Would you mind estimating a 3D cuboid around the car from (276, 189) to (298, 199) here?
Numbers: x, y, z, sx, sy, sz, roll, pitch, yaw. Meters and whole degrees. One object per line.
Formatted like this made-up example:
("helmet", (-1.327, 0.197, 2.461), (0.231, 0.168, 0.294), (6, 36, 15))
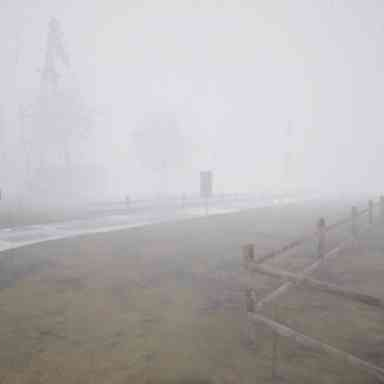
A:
("car", (14.213, 0.225, 49.676), (1.882, 1.535, 5.008), (-1, 1, 35))
